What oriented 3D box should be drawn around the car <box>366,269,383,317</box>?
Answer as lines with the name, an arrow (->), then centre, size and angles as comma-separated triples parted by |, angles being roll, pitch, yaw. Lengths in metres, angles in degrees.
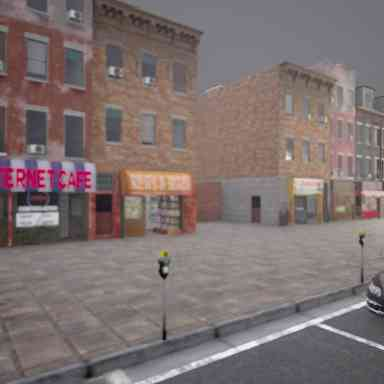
car -> 5.096, 1.619, 6.448 | 4.403, 1.369, 2.008 | 1, -1, -36
